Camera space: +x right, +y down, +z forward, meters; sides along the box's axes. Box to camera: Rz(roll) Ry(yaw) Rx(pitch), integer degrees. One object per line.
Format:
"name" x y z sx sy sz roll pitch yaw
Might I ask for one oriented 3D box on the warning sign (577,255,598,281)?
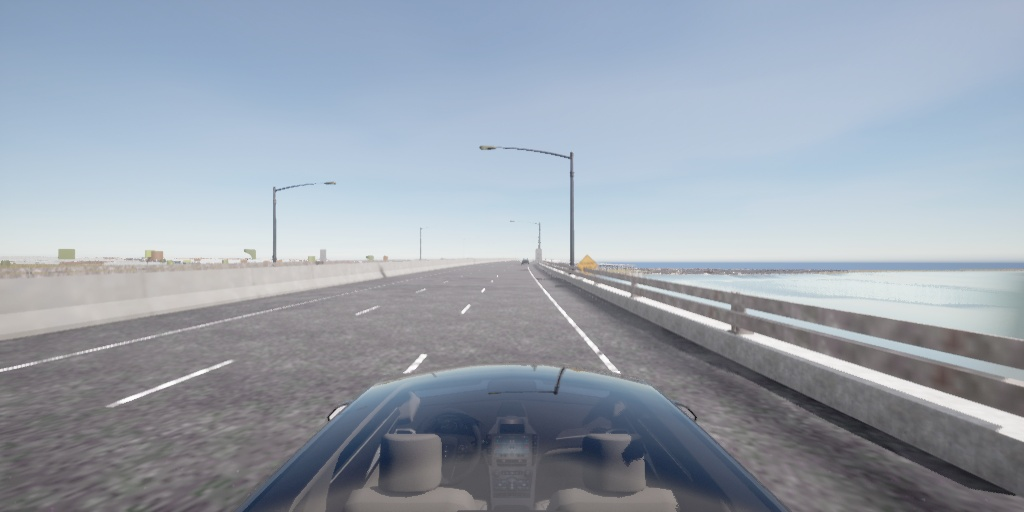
"warning sign" 4.674 0.851 22.124 1.300 1.860 1.060 0 0 1
